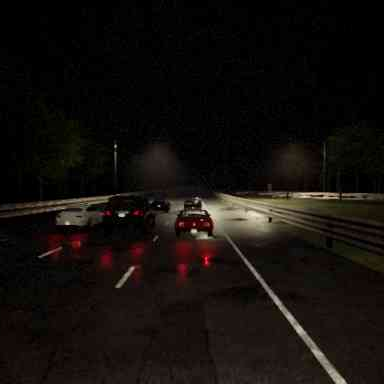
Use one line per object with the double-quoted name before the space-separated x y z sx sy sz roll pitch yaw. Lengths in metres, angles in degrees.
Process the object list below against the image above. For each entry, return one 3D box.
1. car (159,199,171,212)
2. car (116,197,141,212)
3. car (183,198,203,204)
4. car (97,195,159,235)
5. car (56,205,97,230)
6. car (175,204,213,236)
"car" -3.396 1.402 36.281 1.994 1.385 4.181 0 1 0
"car" -6.911 1.358 36.712 1.812 1.442 4.674 0 1 0
"car" 0.103 1.337 35.691 2.128 1.511 4.902 0 1 0
"car" -3.398 1.204 18.788 2.150 2.045 5.566 0 0 0
"car" -6.883 1.501 20.716 1.812 1.442 4.674 0 0 0
"car" 0.102 1.585 18.280 1.895 1.301 4.718 0 0 0
